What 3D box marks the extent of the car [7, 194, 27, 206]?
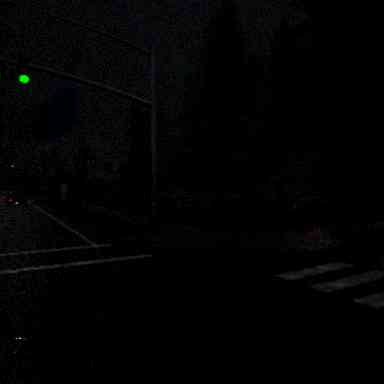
[{"bbox_3d":[-20.270,0.845,38.451,1.895,1.301,4.718,-1,2,-29],"label":"car"}]
